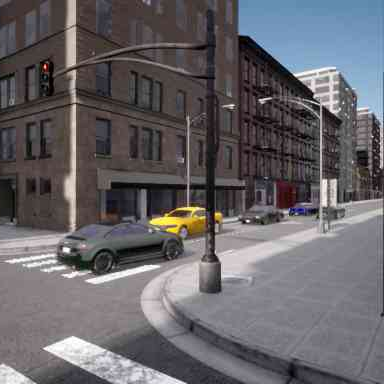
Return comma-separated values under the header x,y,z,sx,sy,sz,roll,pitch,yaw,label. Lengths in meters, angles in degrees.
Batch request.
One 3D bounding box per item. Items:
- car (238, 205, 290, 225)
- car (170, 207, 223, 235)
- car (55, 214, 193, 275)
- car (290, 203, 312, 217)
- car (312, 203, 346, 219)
x,y,z,sx,sy,sz,roll,pitch,yaw,label
5.532,1.704,25.949,2.033,1.411,5.357,0,0,35,car
-0.208,1.576,17.891,1.882,1.535,5.008,0,0,35,car
-2.209,1.620,10.874,1.994,1.385,4.181,0,0,42,car
11.521,1.816,34.329,1.895,1.301,4.718,0,0,36,car
13.354,1.715,31.838,1.837,1.490,4.892,0,0,36,car
